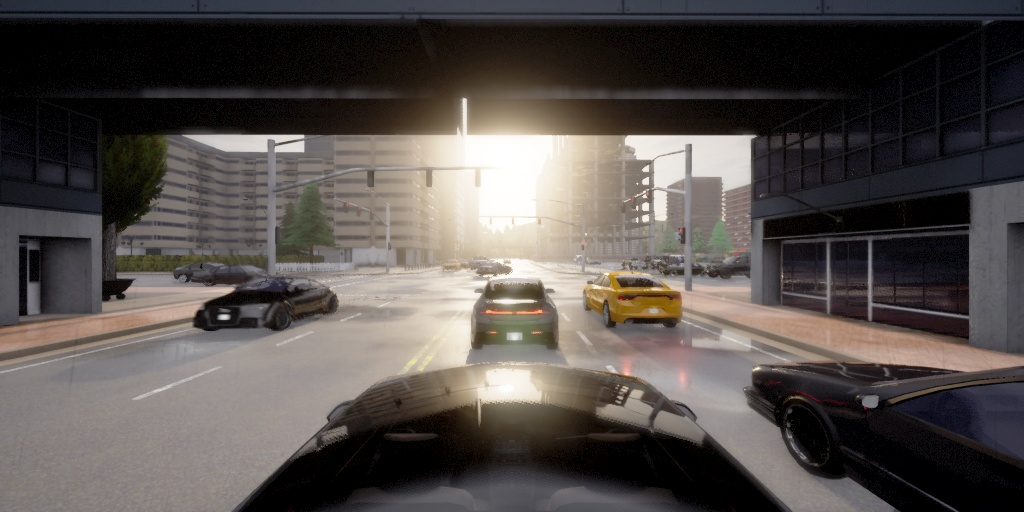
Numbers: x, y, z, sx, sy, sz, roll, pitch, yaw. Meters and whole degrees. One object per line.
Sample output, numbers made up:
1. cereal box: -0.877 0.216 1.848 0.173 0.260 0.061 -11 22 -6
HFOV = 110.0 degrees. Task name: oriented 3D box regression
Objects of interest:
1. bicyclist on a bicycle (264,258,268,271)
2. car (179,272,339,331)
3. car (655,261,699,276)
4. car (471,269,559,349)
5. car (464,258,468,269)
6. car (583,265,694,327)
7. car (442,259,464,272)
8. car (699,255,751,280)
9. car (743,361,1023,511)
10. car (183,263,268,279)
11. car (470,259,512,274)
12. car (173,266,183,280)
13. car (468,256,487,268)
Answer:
1. bicyclist on a bicycle: -25.997 1.051 38.388 0.582 1.620 1.656 0 0 0
2. car: -7.039 1.314 10.779 1.994 1.385 4.181 0 0 1
3. car: 16.890 1.351 34.896 4.718 1.301 1.895 0 0 0
4. car: 0.066 1.255 9.124 1.837 1.490 4.892 0 0 0
5. car: -8.044 1.228 57.229 1.882 1.535 5.008 0 0 0
6. car: 3.578 1.228 11.495 1.882 1.535 5.008 0 0 0
7. car: -7.992 1.228 47.657 1.882 1.535 5.008 0 0 0
8. car: 19.903 0.971 31.357 5.566 2.045 2.150 0 0 1
9. car: 3.600 1.297 1.668 2.033 1.411 5.357 0 0 0
10. car: -18.176 1.297 23.948 5.357 1.411 2.033 0 0 -1
11. car: -1.703 1.297 35.563 2.033 1.411 5.357 0 0 22
12. car: -22.933 1.254 27.419 4.892 1.490 1.837 0 0 0
13. car: -4.508 0.971 50.539 2.150 2.045 5.566 0 0 0
